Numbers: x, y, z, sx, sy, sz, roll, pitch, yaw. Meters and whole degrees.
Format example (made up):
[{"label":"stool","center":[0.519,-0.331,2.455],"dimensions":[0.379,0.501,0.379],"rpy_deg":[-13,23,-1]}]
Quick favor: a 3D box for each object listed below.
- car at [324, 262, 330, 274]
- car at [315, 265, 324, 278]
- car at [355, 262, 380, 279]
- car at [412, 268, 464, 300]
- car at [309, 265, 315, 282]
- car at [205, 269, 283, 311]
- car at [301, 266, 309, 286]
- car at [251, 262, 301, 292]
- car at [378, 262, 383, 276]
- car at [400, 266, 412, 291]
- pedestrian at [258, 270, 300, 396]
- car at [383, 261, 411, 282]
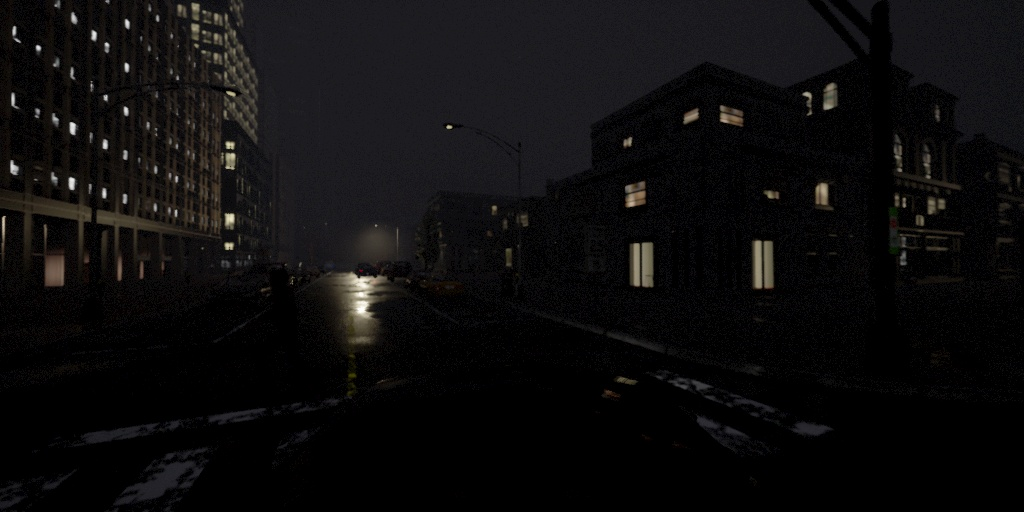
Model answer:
[{"label":"car","center":[-27.297,1.881,50.674],"dimensions":[1.948,1.339,4.313],"rpy_deg":[0,0,-24]},{"label":"car","center":[-22.697,1.718,40.415],"dimensions":[1.751,1.417,4.829],"rpy_deg":[0,0,-24]},{"label":"car","center":[-15.827,1.695,39.149],"dimensions":[1.812,1.442,4.674],"rpy_deg":[0,-1,-24]},{"label":"car","center":[-3.860,1.452,18.892],"dimensions":[1.751,1.417,4.829],"rpy_deg":[0,0,-24]},{"label":"car","center":[-18.235,1.616,30.466],"dimensions":[1.888,1.381,4.507],"rpy_deg":[0,0,-24]},{"label":"car","center":[-11.439,1.444,15.310],"dimensions":[2.007,1.370,4.403],"rpy_deg":[0,0,-24]},{"label":"car","center":[-15.970,1.562,25.414],"dimensions":[2.007,1.370,4.403],"rpy_deg":[0,0,-24]},{"label":"car","center":[-13.704,1.266,20.362],"dimensions":[2.192,1.841,5.009],"rpy_deg":[0,0,-24]},{"label":"car","center":[-15.188,1.751,44.152],"dimensions":[1.751,1.417,4.829],"rpy_deg":[0,0,-24]},{"label":"car","center":[-6.056,1.567,23.789],"dimensions":[1.802,1.307,4.207],"rpy_deg":[0,0,-24]},{"label":"pedestrian","center":[-3.282,1.067,5.074],"dimensions":[0.375,1.860,0.375],"rpy_deg":[1,-1,-24]},{"label":"car","center":[-10.587,1.419,33.893],"dimensions":[2.192,1.841,5.009],"rpy_deg":[0,0,-24]}]
